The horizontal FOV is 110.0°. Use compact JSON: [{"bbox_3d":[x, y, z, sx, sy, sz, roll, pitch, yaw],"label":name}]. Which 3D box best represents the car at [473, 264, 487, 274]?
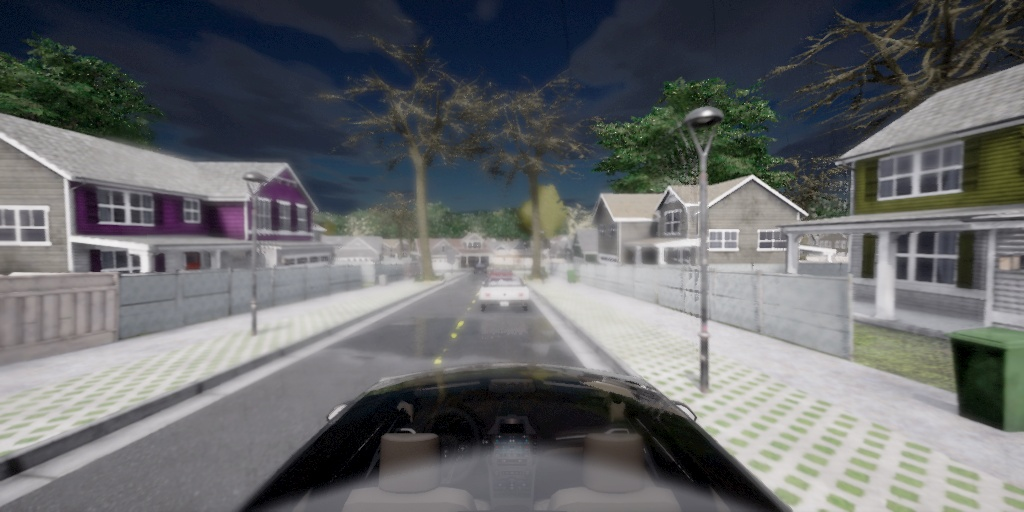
[{"bbox_3d":[-4.477,1.839,51.305,2.033,1.411,5.357,0,-1,-2],"label":"car"}]

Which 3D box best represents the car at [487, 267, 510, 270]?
[{"bbox_3d":[-0.904,1.629,30.207,1.895,1.301,4.718,0,-1,-2],"label":"car"}]

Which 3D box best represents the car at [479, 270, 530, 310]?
[{"bbox_3d":[-0.335,1.462,15.192,1.895,1.301,4.718,0,-1,-2],"label":"car"}]
